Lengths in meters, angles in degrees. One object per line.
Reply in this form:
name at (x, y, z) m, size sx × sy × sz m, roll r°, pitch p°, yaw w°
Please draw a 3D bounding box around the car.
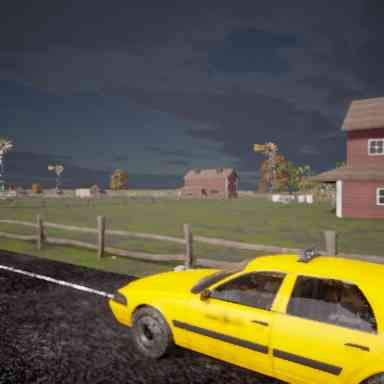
car at (1.201, 1.471, 4.290) m, size 5.366 × 1.575 × 1.801 m, roll 0°, pitch 0°, yaw 35°
